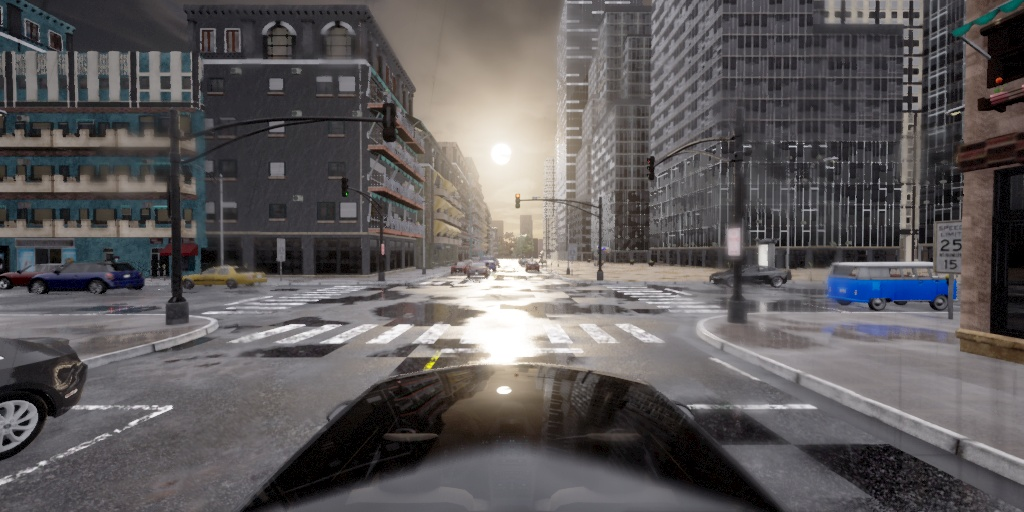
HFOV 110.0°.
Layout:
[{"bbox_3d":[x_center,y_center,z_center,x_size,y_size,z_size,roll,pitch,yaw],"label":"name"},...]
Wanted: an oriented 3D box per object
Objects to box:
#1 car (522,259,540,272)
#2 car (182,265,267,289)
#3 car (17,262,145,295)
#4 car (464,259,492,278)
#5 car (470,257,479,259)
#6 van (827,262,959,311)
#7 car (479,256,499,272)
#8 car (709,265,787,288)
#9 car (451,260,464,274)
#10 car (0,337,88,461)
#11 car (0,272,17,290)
[{"bbox_3d":[2.575,1.289,46.007,1.888,1.381,4.507,0,0,0],"label":"car"},{"bbox_3d":[-17.920,1.247,22.180,4.829,1.417,1.751,0,0,0],"label":"car"},{"bbox_3d":[-23.106,1.126,19.542,4.553,1.767,2.097,0,1,0],"label":"car"},{"bbox_3d":[-3.159,1.270,34.261,1.812,1.442,4.674,0,0,0],"label":"car"},{"bbox_3d":[-5.773,1.184,45.934,1.967,1.591,4.097,0,0,0],"label":"car"},{"bbox_3d":[14.667,1.116,13.913,3.998,1.789,1.690,0,0,0],"label":"van"},{"bbox_3d":[-3.177,0.967,46.218,2.150,2.045,5.566,0,0,0],"label":"car"},{"bbox_3d":[14.638,1.215,22.293,4.313,1.339,1.948,0,0,0],"label":"car"},{"bbox_3d":[-5.762,1.289,40.285,1.888,1.381,4.507,0,0,0],"label":"car"},{"bbox_3d":[-5.692,1.300,2.219,2.007,1.370,4.403,0,0,0],"label":"car"},{"bbox_3d":[-28.818,1.190,22.142,4.097,1.591,1.967,0,0,0],"label":"car"}]
